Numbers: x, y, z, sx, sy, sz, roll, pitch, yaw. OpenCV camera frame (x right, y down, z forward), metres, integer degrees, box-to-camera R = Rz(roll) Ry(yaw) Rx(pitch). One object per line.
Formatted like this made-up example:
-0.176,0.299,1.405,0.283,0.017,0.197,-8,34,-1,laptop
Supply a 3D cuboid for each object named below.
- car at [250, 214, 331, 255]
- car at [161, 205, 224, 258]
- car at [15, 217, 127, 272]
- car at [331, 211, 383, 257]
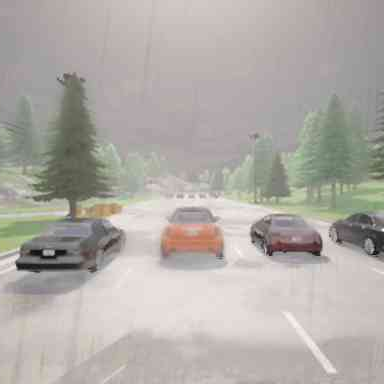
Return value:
3.534,1.538,13.129,1.994,1.385,4.181,0,0,0,car
0.030,1.325,12.753,2.097,1.767,4.553,0,0,1,car
-3.490,1.526,10.653,2.033,1.411,5.357,0,0,0,car
7.030,1.480,12.862,1.837,1.490,4.892,0,0,1,car
